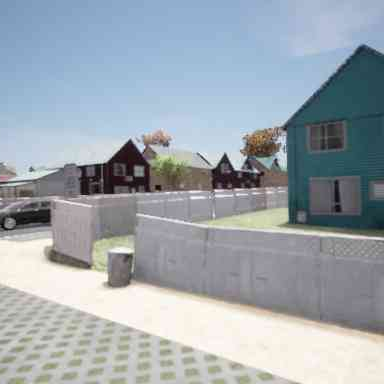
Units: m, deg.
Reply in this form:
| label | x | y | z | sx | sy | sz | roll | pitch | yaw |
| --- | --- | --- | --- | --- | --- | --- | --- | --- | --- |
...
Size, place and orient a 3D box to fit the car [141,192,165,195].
| label | x | y | z | sx | sy | sz | roll | pitch | yaw |
| --- | --- | --- | --- | --- | --- | --- | --- | --- | --- |
| car | -3.415 | 0.800 | 27.210 | 2.097 | 1.767 | 4.553 | -1 | 1 | 35 |

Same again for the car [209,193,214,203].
| label | x | y | z | sx | sy | sz | roll | pitch | yaw |
| --- | --- | --- | --- | --- | --- | --- | --- | --- | --- |
| car | 3.108 | 0.670 | 36.449 | 1.812 | 1.442 | 4.674 | -1 | 1 | 36 |

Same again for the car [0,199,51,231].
| label | x | y | z | sx | sy | sz | roll | pitch | yaw |
| --- | --- | --- | --- | --- | --- | --- | --- | --- | --- |
| car | -9.268 | 1.226 | 18.895 | 1.837 | 1.490 | 4.892 | -1 | 1 | 35 |
